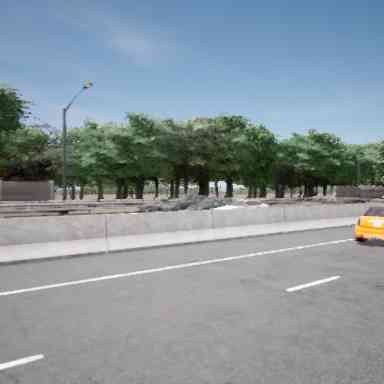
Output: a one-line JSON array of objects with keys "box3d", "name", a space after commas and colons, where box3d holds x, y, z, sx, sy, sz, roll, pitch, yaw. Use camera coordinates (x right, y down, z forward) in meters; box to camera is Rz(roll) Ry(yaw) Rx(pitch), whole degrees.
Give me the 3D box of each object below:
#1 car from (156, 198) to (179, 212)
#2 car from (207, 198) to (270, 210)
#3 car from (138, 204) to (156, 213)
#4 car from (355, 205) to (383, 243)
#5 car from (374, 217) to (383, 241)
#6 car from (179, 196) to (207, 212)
[{"box3d": [-0.408, 1.063, 29.372, 4.553, 1.767, 2.097, 0, 0, -35], "name": "car"}, {"box3d": [3.632, 1.232, 23.656, 4.674, 1.442, 1.812, 0, 0, -35], "name": "car"}, {"box3d": [-2.466, 1.603, 32.203, 5.357, 1.411, 2.033, 0, 0, -35], "name": "car"}, {"box3d": [9.298, 1.341, 14.800, 4.553, 1.767, 2.097, 0, 0, -35], "name": "car"}, {"box3d": [7.215, 1.470, 9.017, 5.008, 1.535, 1.882, 0, 0, -35], "name": "car"}, {"box3d": [1.623, 1.264, 26.522, 4.553, 1.767, 2.097, 0, 0, -35], "name": "car"}]
